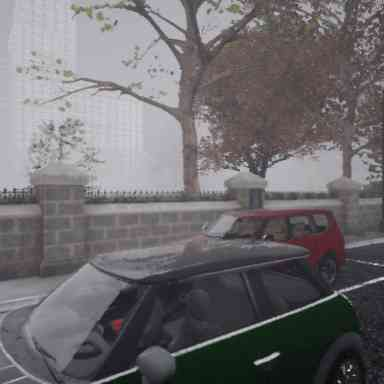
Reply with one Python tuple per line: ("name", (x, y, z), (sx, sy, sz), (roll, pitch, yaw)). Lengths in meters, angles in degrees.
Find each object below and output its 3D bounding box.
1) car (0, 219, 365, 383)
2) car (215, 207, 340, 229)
("car", (-0.431, 1.352, 3.071), (4.553, 1.767, 2.097), (0, 0, -36))
("car", (1.530, 1.314, 7.659), (5.009, 1.841, 2.192), (0, 0, -36))
